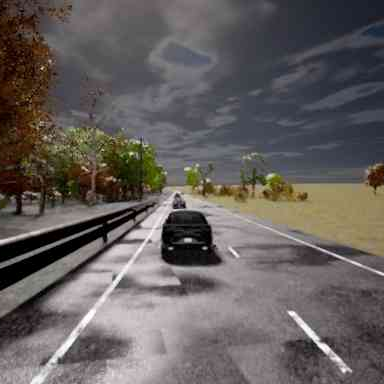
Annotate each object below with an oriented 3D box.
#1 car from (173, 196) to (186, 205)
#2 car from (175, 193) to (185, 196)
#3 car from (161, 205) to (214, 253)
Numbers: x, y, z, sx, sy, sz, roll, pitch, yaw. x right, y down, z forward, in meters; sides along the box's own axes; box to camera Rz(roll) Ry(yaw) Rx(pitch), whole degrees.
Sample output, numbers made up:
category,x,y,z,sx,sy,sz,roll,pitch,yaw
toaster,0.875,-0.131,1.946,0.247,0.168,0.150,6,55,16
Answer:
category,x,y,z,sx,sy,sz,roll,pitch,yaw
car,-1.820,1.571,47.649,1.895,1.301,4.718,0,0,-3
car,-3.323,1.479,80.160,1.994,1.385,4.181,0,0,-3
car,-0.249,1.490,13.711,1.882,1.535,5.008,0,0,-3
